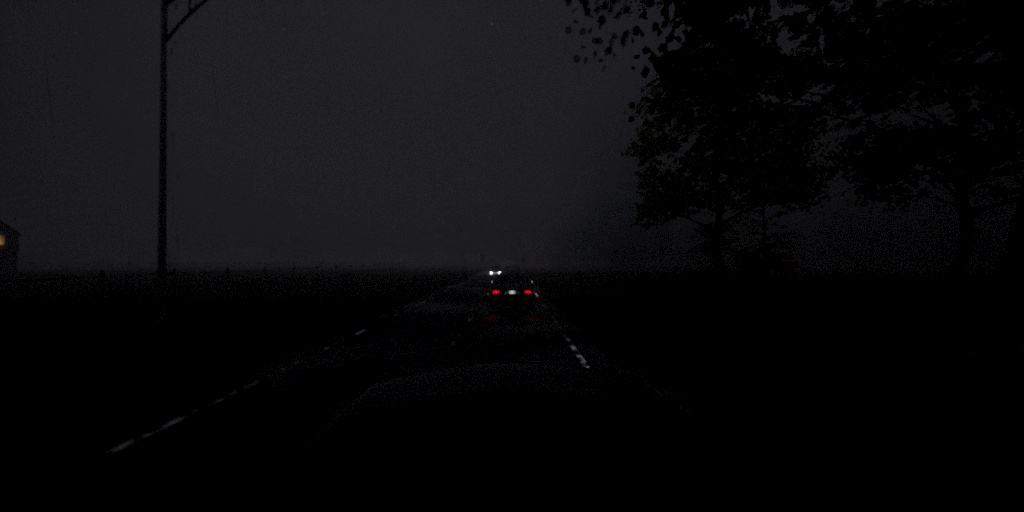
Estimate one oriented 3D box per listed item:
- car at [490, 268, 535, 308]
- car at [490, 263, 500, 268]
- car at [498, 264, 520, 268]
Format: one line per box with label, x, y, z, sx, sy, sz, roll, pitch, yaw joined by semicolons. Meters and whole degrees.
car;0.003;1.430;15.858;2.033;1.411;5.357;0;-1;0
car;-2.745;1.891;61.500;1.895;1.301;4.718;0;-1;0
car;0.008;1.551;31.240;1.812;1.442;4.674;0;0;0
